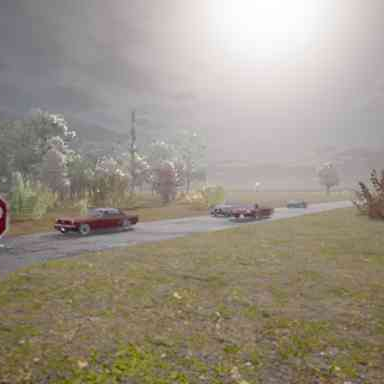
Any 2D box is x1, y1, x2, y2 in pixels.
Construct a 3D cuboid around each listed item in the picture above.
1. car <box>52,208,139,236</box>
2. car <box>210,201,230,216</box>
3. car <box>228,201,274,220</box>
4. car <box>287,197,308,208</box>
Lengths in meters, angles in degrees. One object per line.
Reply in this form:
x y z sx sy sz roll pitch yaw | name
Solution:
-5.285 1.589 18.709 1.895 1.301 4.718 0 0 35 | car
3.415 1.542 30.948 1.994 1.385 4.181 0 0 35 | car
5.206 1.571 27.975 1.895 1.301 4.718 0 0 35 | car
14.899 1.508 46.943 1.837 1.490 4.892 0 0 35 | car
